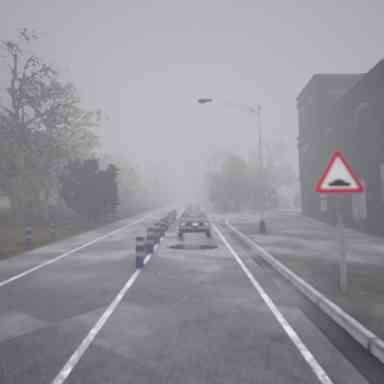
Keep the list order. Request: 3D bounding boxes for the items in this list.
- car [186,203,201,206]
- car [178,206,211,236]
[{"bbox_3d":[0.165,2.079,42.277,1.994,1.385,4.181,0,-1,0],"label":"car"},{"bbox_3d":[0.129,1.794,20.147,2.033,1.411,5.357,0,-1,0],"label":"car"}]
